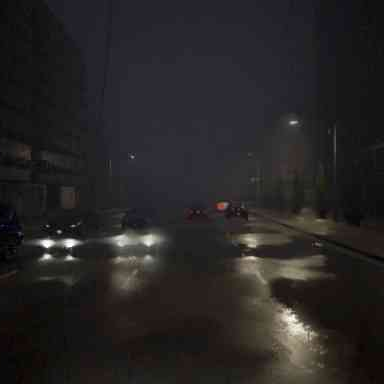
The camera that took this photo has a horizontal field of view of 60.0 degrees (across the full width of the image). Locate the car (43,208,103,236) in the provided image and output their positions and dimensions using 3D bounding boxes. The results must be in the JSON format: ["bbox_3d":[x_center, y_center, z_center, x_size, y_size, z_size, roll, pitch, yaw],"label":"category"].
[{"bbox_3d":[-6.813,1.688,19.839,2.033,1.411,5.357,0,0,1],"label":"car"}]

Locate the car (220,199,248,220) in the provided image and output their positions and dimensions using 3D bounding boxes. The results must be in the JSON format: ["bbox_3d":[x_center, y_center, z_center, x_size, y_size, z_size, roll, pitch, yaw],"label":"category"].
[{"bbox_3d":[4.071,1.720,31.023,2.128,1.511,4.902,0,0,1],"label":"car"}]

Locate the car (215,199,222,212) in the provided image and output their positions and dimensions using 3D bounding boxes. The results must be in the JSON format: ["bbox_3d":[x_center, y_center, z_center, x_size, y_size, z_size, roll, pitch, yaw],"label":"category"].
[{"bbox_3d":[4.261,1.683,45.083,2.097,1.767,4.553,0,0,2],"label":"car"}]

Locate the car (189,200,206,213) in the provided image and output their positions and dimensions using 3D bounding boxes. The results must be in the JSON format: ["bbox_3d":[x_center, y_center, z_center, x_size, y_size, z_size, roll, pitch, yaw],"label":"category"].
[{"bbox_3d":[0.731,1.869,44.022,2.033,1.411,5.357,0,0,1],"label":"car"}]

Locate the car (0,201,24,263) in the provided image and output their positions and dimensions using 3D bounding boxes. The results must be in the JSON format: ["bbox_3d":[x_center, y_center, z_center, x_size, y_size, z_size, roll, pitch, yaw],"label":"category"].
[{"bbox_3d":[-6.991,1.286,9.379,2.150,2.045,5.566,0,0,1],"label":"car"}]

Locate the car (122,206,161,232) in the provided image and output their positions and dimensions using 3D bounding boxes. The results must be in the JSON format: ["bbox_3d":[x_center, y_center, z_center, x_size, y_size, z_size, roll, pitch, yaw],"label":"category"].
[{"bbox_3d":[-3.191,1.637,21.715,1.882,1.535,5.008,0,-1,1],"label":"car"}]

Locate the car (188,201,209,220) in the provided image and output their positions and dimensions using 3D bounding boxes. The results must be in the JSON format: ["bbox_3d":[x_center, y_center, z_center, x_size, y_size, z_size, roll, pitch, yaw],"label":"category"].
[{"bbox_3d":[0.568,1.772,30.835,2.033,1.411,5.357,0,0,1],"label":"car"}]
